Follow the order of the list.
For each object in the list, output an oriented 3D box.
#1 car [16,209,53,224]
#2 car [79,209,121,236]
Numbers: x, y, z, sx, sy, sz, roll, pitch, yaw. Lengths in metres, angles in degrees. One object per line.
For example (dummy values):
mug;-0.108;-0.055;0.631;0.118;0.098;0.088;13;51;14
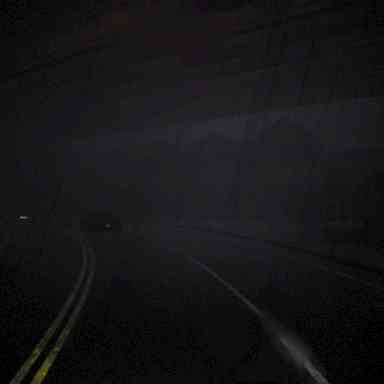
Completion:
car;-16.321;2.471;34.382;5.357;1.411;2.033;-2;-2;42
car;-6.055;1.883;21.567;1.882;1.535;5.008;0;-2;-28
